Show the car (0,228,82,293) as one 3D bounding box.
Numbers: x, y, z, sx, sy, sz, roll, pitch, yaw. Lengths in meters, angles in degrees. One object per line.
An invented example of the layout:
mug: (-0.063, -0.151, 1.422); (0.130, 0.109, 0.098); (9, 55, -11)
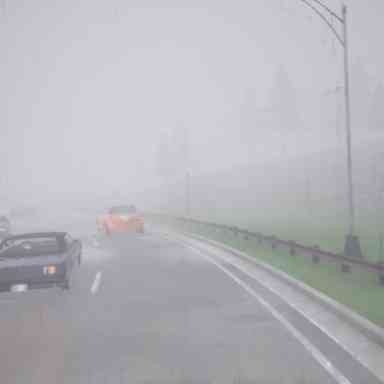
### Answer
car: (-4.150, 1.749, 9.163); (1.895, 1.301, 4.718); (-2, 0, -14)

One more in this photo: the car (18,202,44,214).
car: (-23.048, 2.301, 47.388); (1.882, 1.535, 5.008); (-1, 0, -44)

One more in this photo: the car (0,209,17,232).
car: (-10.820, 1.933, 18.050); (2.033, 1.411, 5.357); (-2, 0, -28)

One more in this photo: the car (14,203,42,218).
car: (-19.574, 2.247, 38.510); (2.033, 1.411, 5.357); (-2, 0, -41)

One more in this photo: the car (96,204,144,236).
car: (-4.449, 1.513, 19.953); (2.097, 1.767, 4.553); (-2, 0, -24)
